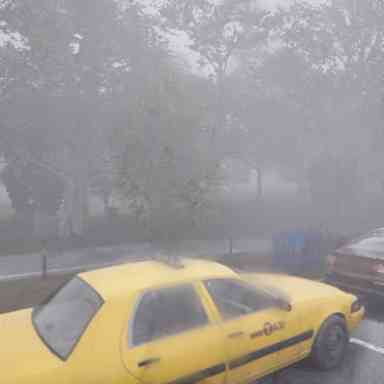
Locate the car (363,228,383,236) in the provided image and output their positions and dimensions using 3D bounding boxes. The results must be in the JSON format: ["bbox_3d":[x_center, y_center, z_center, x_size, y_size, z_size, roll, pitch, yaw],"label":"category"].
[{"bbox_3d":[4.962,1.537,7.614,4.674,1.452,2.002,0,0,-33],"label":"car"}]

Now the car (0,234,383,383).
[{"bbox_3d":[-0.021,1.484,4.033,5.366,1.575,1.946,-1,0,-33],"label":"car"}]
